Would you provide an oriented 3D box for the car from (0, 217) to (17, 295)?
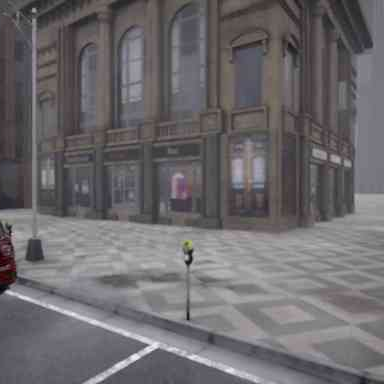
[{"bbox_3d":[-5.722,1.250,7.070,5.009,1.841,2.192,0,0,35],"label":"car"}]
